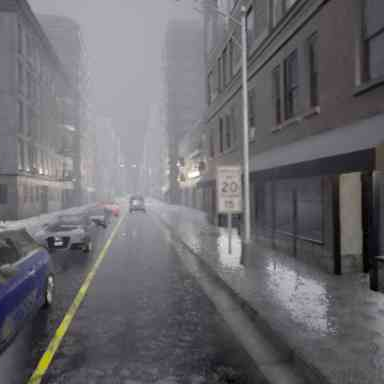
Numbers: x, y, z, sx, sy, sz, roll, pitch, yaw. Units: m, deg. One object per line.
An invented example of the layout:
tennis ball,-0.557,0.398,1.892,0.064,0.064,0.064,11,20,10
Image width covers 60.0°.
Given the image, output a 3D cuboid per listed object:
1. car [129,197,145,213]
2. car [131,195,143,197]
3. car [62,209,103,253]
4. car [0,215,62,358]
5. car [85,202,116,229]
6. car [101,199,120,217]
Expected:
car,-6.422,1.688,39.092,2.033,1.411,5.357,-1,0,-10
car,-8.241,1.404,49.729,2.150,2.045,5.566,-1,0,-10
car,-5.078,1.658,13.815,1.994,1.385,4.181,-1,0,-9
car,-3.549,1.412,4.845,2.097,1.767,4.553,-1,0,-10
car,-6.658,1.677,23.027,2.033,1.411,5.357,-1,0,-10
car,-8.325,1.519,32.982,2.097,1.767,4.553,-1,0,-10
